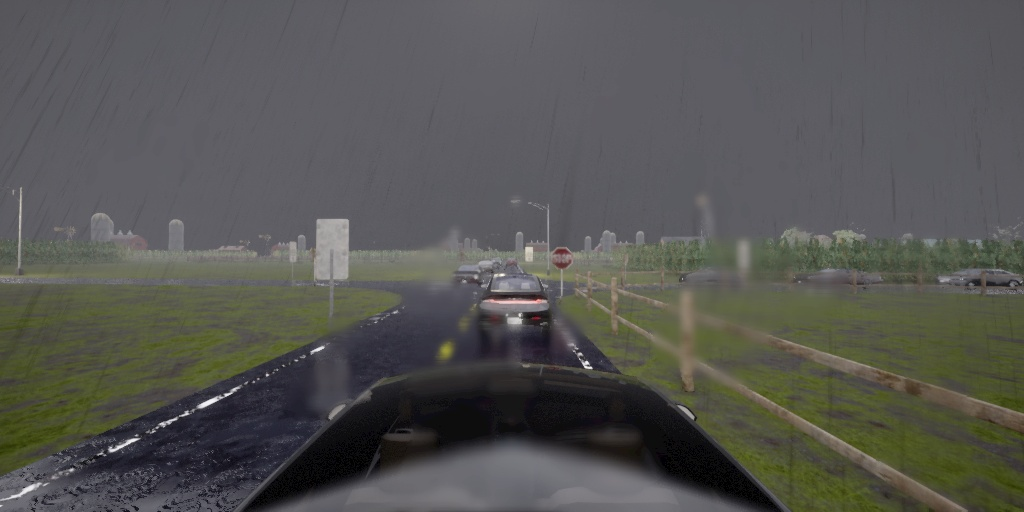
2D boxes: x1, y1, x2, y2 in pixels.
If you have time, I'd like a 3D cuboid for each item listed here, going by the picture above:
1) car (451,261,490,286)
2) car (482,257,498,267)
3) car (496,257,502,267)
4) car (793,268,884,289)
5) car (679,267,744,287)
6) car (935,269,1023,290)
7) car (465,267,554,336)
[{"bbox_3d":[-2.902,1.274,24.888,2.033,1.411,5.357,1,0,0],"label":"car"},{"bbox_3d":[-2.950,1.215,40.920,1.882,1.535,5.008,0,0,0],"label":"car"},{"bbox_3d":[-2.980,1.289,54.538,1.994,1.385,4.181,0,0,-1],"label":"car"},{"bbox_3d":[23.786,1.609,26.182,5.357,1.411,2.033,1,-1,-1],"label":"car"},{"bbox_3d":[14.517,1.516,26.187,4.181,1.385,1.994,1,-1,0],"label":"car"},{"bbox_3d":[33.968,1.676,26.164,4.902,1.511,2.128,1,-1,0],"label":"car"},{"bbox_3d":[0.081,1.243,10.370,2.128,1.511,4.902,0,0,0],"label":"car"}]
